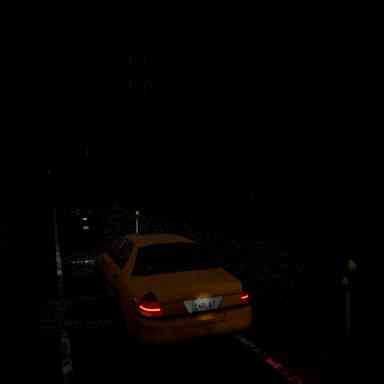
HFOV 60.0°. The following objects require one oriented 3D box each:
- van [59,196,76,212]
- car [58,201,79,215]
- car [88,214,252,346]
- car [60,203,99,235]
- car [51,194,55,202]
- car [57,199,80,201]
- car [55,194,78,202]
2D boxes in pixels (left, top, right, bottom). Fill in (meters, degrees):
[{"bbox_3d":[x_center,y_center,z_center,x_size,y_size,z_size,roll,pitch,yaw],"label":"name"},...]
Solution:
[{"bbox_3d":[-14.681,1.342,39.042,1.690,1.788,3.998,0,0,-23],"label":"van"},{"bbox_3d":[-8.283,1.551,23.755,2.008,1.369,4.403,0,0,-23],"label":"car"},{"bbox_3d":[-0.844,1.457,6.737,1.801,1.575,5.366,0,0,-23],"label":"car"},{"bbox_3d":[-6.151,1.551,18.660,2.008,1.369,4.403,0,0,-23],"label":"car"},{"bbox_3d":[-31.891,1.468,79.418,1.967,1.590,4.097,0,0,-24],"label":"car"},{"bbox_3d":[-10.416,1.566,28.851,1.947,1.339,4.313,0,0,-23],"label":"car"},{"bbox_3d":[-12.549,1.316,33.946,2.192,1.841,5.009,0,0,-23],"label":"car"}]
